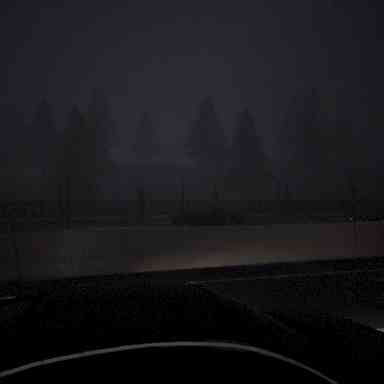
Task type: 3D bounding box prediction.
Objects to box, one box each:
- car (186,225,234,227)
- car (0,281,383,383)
[{"bbox_3d":[0.764,1.597,21.016,4.718,1.301,1.895,0,0,-13],"label":"car"},{"bbox_3d":[-0.174,1.504,2.457,4.892,1.490,1.837,0,0,-17],"label":"car"}]
